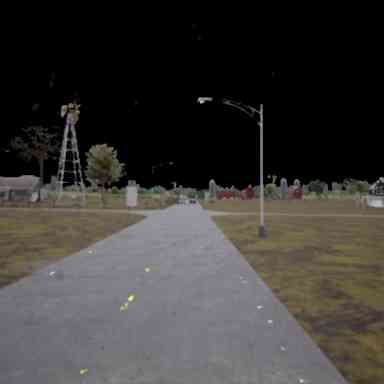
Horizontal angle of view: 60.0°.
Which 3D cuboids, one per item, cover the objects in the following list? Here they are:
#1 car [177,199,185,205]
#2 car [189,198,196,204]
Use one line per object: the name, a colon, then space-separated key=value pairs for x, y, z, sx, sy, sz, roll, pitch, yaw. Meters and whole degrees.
car: x=-2.635 y=2.532 z=81.992 sx=1.994 sy=1.385 sz=4.181 roll=0 pitch=-1 yaw=0
car: x=0.127 y=2.562 z=90.867 sx=1.882 sy=1.535 sz=5.008 roll=0 pitch=-1 yaw=0
